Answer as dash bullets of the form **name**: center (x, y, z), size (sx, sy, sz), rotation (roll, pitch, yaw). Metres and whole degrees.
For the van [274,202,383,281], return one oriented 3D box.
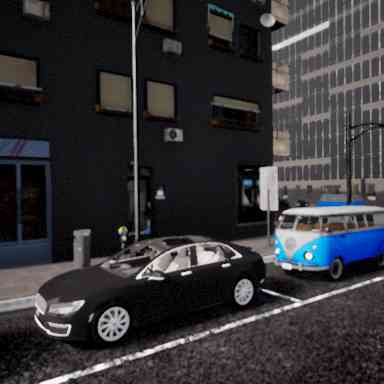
- **van**: center (4.056, 1.305, 9.448), size (3.998, 1.788, 1.690), rotation (0, -1, -35)

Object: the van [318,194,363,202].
- **van**: center (13.318, 1.090, 30.070), size (1.690, 1.788, 3.998), rotation (-1, 1, -35)

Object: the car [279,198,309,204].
- **car**: center (10.148, 1.289, 34.594), size (1.947, 1.339, 4.313), rotation (-1, 1, -35)

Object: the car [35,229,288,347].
- **car**: center (-0.509, 1.538, 6.202), size (4.403, 1.369, 2.008), rotation (0, -1, -35)
